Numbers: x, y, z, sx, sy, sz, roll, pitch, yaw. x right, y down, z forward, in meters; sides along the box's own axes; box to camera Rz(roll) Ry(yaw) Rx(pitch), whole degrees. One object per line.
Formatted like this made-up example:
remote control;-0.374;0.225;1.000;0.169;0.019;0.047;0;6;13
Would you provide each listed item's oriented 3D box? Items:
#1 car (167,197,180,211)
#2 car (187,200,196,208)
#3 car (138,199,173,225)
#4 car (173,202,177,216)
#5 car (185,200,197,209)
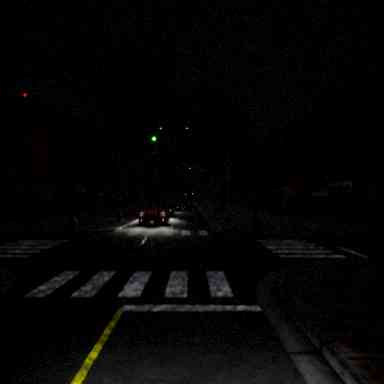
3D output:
car;-2.957;1.833;50.033;2.150;2.045;5.566;0;-1;0
car;-0.164;2.401;67.988;1.837;1.490;4.892;0;-1;0
car;-2.910;1.632;26.318;2.097;1.767;4.553;0;-1;0
car;-2.935;2.012;36.199;1.895;1.301;4.718;0;-1;0
car;-0.140;2.257;57.973;1.812;1.442;4.674;0;-1;0
